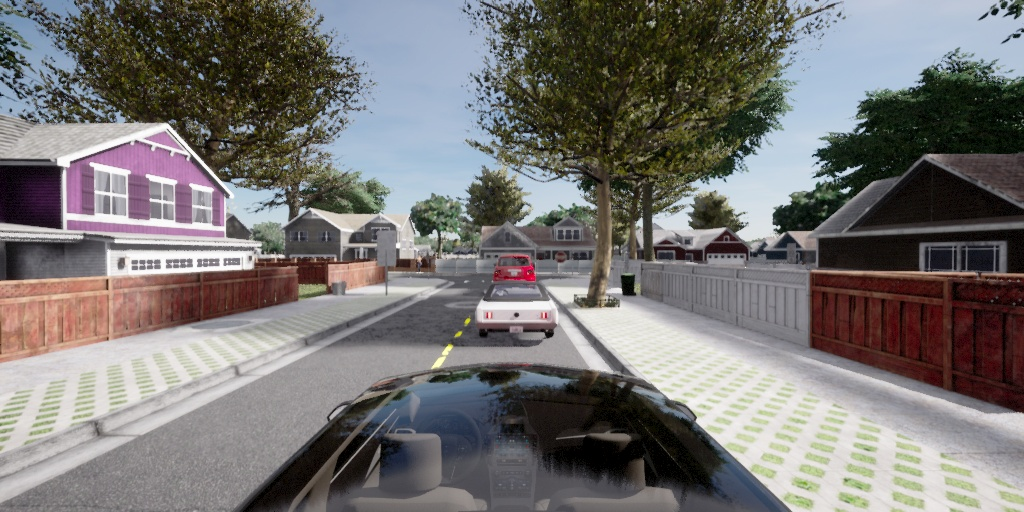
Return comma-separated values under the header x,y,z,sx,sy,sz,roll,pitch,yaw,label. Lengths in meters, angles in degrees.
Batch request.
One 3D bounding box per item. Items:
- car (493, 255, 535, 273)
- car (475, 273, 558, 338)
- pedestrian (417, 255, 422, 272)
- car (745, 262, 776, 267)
x,y,z,sx,sy,sz,roll,pitch,yaw,label
0.125,0.959,20.144,2.150,2.045,5.566,0,0,0,car
0.112,1.345,10.190,1.895,1.301,4.718,0,0,0,car
-9.702,0.791,37.420,0.375,1.860,0.375,0,0,0,pedestrian
23.969,1.305,34.797,4.902,1.511,2.128,0,1,0,car
